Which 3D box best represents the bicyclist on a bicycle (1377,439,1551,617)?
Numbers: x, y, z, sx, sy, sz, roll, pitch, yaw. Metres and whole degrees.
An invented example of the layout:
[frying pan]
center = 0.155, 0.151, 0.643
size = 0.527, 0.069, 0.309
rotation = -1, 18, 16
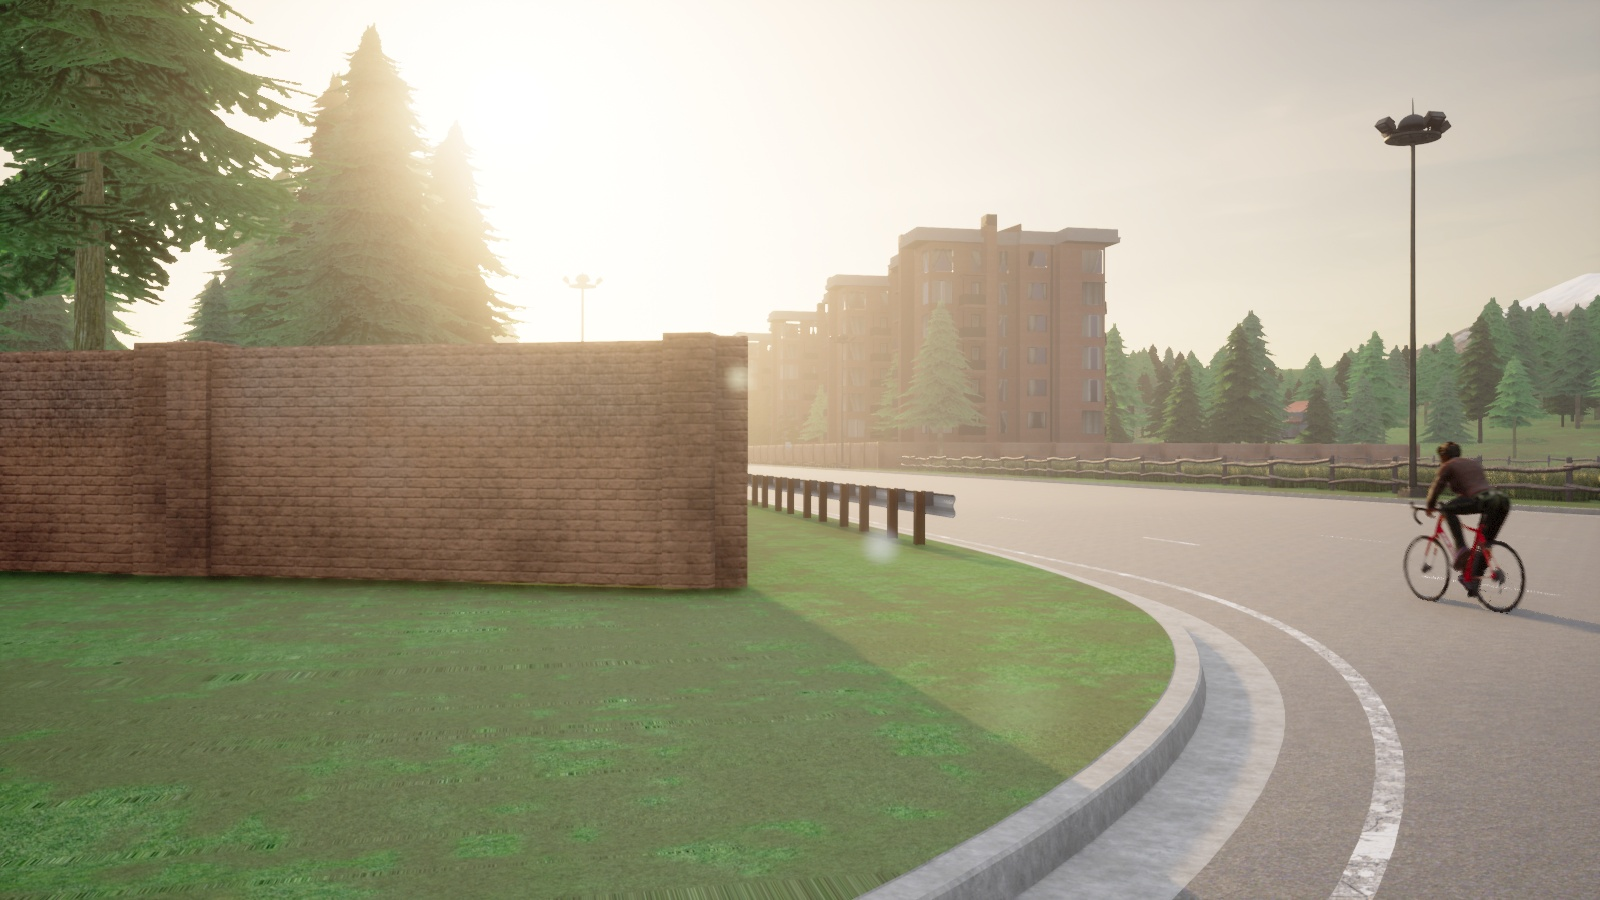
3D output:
[bicyclist on a bicycle]
center = 6.472, 0.717, 12.342
size = 0.582, 1.620, 1.656
rotation = 0, 0, -12
